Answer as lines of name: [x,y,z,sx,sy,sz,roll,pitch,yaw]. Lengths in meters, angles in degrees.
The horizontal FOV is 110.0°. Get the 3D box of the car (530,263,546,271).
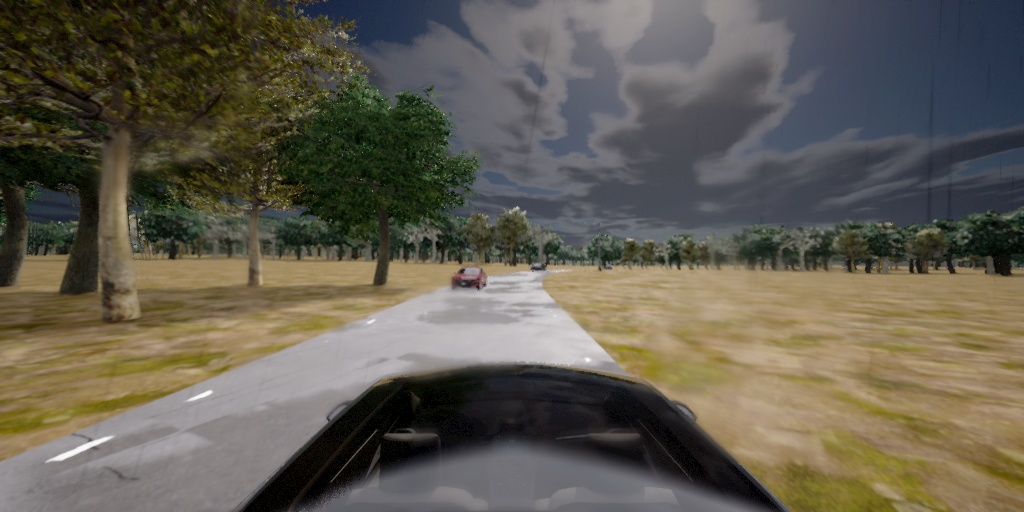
car: [4.753,1.968,64.477,1.882,1.535,5.008,-1,-1,20]

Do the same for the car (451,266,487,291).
car: [-2.840,1.461,24.540,1.882,1.535,5.008,0,-1,3]
